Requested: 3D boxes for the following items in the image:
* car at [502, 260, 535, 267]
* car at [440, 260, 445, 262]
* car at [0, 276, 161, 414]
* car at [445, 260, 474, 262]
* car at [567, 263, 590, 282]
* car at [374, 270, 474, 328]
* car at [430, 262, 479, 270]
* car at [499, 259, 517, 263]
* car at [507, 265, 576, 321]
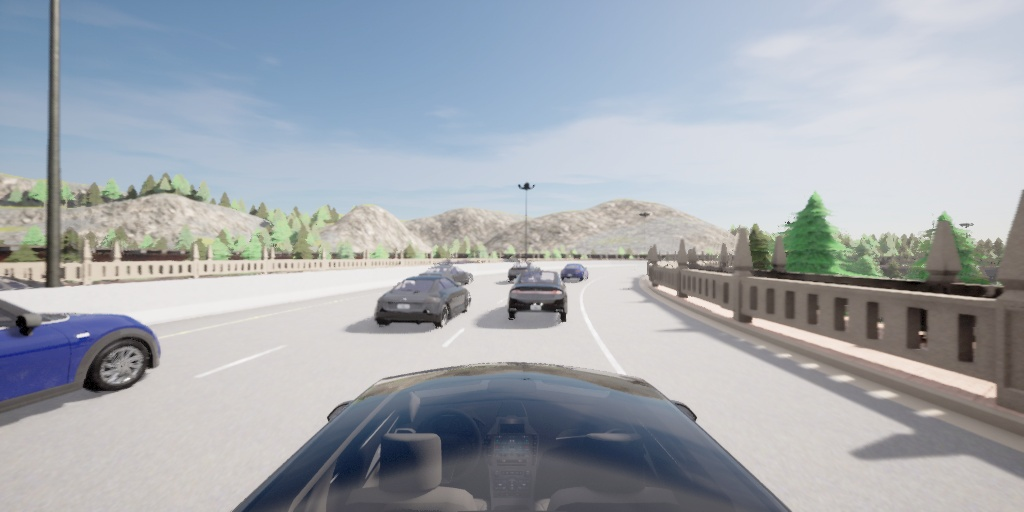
[{"bbox_3d":[1.107,1.279,28.662,2.128,1.511,4.902,0,0,17],"label":"car"},{"bbox_3d":[-9.027,1.259,50.114,2.128,1.511,4.902,0,0,27],"label":"car"},{"bbox_3d":[-6.733,1.074,3.862,2.097,1.767,4.553,0,0,2],"label":"car"},{"bbox_3d":[-6.328,1.253,47.745,1.882,1.535,5.008,0,0,27],"label":"car"},{"bbox_3d":[5.284,1.333,30.117,1.812,1.442,4.674,0,0,19],"label":"car"},{"bbox_3d":[-2.657,1.314,11.509,1.994,1.385,4.181,0,0,6],"label":"car"},{"bbox_3d":[-4.180,1.304,23.051,2.033,1.411,5.357,0,0,14],"label":"car"},{"bbox_3d":[-0.536,1.157,51.087,2.097,1.767,4.553,0,0,30],"label":"car"},{"bbox_3d":[1.003,1.259,12.598,2.128,1.511,4.902,0,0,8],"label":"car"}]
